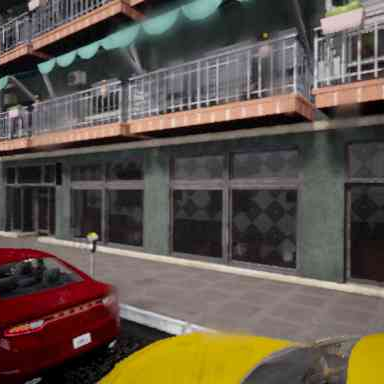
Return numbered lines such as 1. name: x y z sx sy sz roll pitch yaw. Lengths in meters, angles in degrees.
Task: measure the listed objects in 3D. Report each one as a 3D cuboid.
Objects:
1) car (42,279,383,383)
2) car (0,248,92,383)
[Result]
1. car: 1.310 1.526 1.936 4.829 1.417 1.752 0 0 35
2. car: -3.058 1.536 5.052 4.507 1.381 1.887 0 0 36
